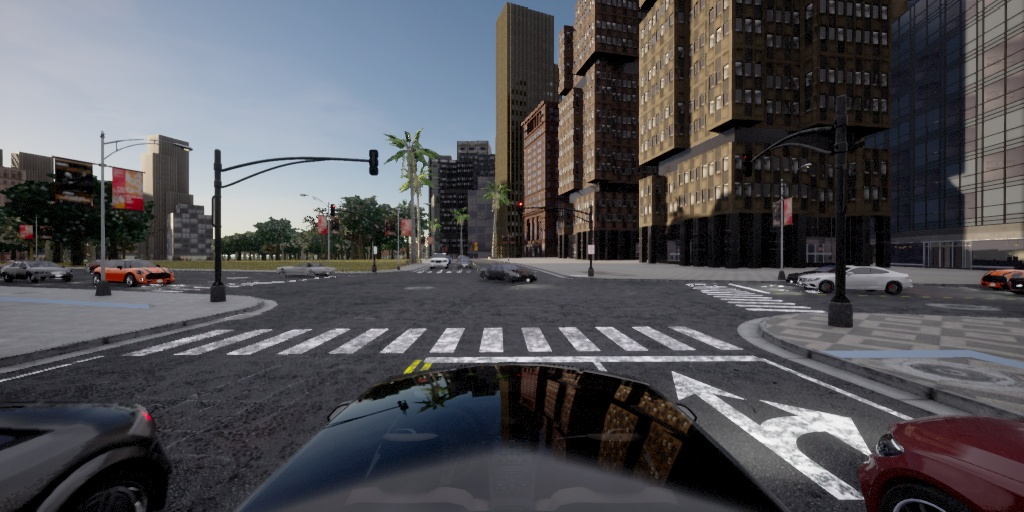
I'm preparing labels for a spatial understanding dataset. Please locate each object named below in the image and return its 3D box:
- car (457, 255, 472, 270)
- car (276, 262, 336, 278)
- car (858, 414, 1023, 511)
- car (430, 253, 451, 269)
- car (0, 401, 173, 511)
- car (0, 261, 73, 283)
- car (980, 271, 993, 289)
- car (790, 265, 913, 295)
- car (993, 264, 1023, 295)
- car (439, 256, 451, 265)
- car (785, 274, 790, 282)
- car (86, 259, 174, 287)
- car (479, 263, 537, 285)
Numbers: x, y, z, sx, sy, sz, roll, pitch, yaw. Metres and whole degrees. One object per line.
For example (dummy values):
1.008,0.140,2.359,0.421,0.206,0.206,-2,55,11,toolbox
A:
-6.026,0.911,45.739,2.128,1.511,4.902,0,1,-7,car
-18.357,1.222,31.963,4.718,1.301,1.895,0,0,11,car
3.266,1.276,0.435,1.812,1.442,4.674,0,0,0,car
-9.414,0.628,46.793,2.150,2.045,5.566,0,1,-8,car
-3.379,1.314,0.747,1.994,1.385,4.181,0,0,0,car
-34.302,1.121,25.914,4.902,1.511,2.128,0,0,15,car
29.236,1.039,19.622,4.553,1.767,2.097,0,0,15,car
18.159,1.219,19.169,4.674,1.442,1.812,0,0,15,car
26.621,1.263,16.952,4.181,1.385,1.994,0,0,14,car
-11.186,0.716,59.958,1.882,1.535,5.008,0,1,-9,car
20.211,1.228,22.025,5.357,1.411,2.033,0,0,12,car
-24.574,1.004,23.357,4.553,1.767,2.097,0,0,15,car
-0.450,1.214,25.924,2.033,1.411,5.357,-1,1,-35,car
